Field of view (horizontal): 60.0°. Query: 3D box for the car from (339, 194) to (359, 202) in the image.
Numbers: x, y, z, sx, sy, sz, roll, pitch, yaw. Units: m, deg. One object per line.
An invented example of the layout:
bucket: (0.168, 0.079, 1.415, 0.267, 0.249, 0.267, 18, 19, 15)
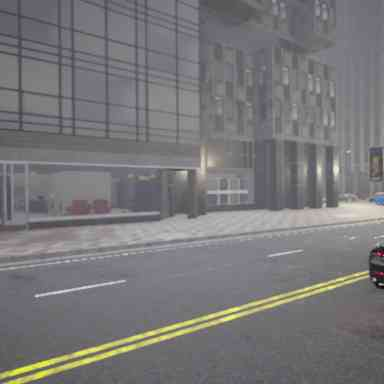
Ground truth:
car: (26.578, 0.999, 57.709, 2.008, 1.369, 4.403, 0, 1, -35)

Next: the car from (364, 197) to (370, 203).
car: (29.829, 1.064, 53.119, 1.947, 1.339, 4.313, 0, 1, -35)

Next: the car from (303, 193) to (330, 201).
car: (23.326, 0.943, 62.299, 1.887, 1.381, 4.507, 0, 1, -35)

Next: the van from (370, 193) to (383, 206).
van: (26.124, 0.996, 43.601, 1.690, 1.788, 3.998, 0, 1, -35)

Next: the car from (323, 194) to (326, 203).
car: (19.720, 1.081, 52.642, 1.752, 1.417, 4.829, 0, 1, -35)

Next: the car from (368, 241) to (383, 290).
car: (5.974, 1.453, 7.699, 4.892, 1.490, 1.837, 0, 0, -35)
